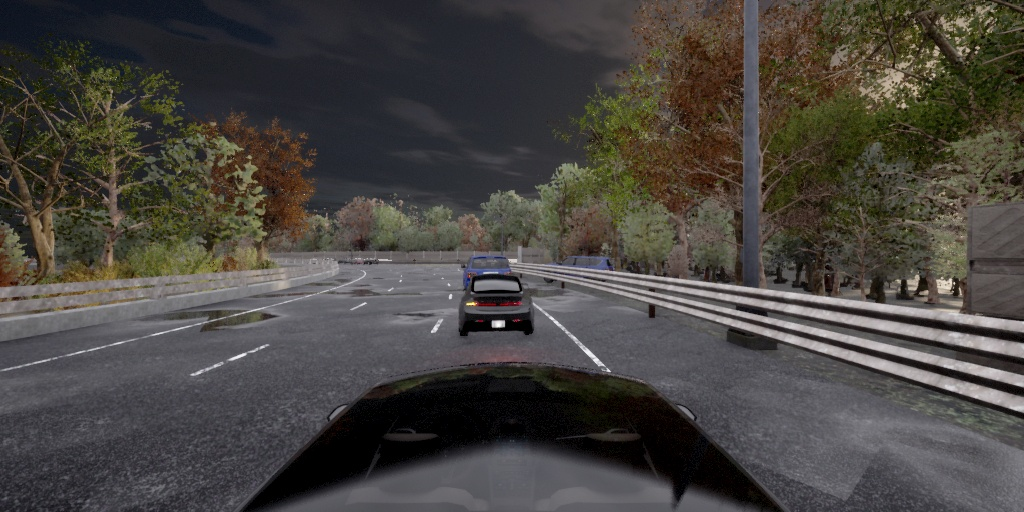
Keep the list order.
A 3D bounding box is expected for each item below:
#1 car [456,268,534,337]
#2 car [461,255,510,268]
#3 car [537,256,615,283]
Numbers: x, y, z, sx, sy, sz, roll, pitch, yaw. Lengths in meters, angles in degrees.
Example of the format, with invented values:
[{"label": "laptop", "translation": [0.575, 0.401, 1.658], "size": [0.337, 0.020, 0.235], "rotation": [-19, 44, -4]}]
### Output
[{"label": "car", "translation": [-0.528, 1.255, 10.354], "size": [1.837, 1.490, 4.892], "rotation": [0, 0, -5]}, {"label": "car", "translation": [-1.311, 0.971, 17.819], "size": [2.150, 2.045, 5.566], "rotation": [0, 0, -9]}, {"label": "car", "translation": [4.693, 1.002, 26.250], "size": [5.566, 2.045, 2.150], "rotation": [3, 1, 24]}]
